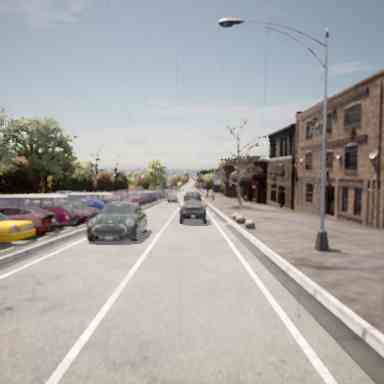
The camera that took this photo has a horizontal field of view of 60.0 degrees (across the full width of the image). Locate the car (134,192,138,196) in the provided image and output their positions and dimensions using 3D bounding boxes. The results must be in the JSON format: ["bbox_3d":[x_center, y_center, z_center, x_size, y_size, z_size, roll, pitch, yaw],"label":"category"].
[{"bbox_3d":[-8.921,1.133,38.306,4.553,1.767,2.185,0,0,0],"label":"car"}]

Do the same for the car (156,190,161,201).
[{"bbox_3d":[-8.978,0.900,60.733,5.566,2.045,2.435,0,0,0],"label":"car"}]

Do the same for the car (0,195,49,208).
[{"bbox_3d":[-21.859,1.232,43.484,5.366,1.575,1.946,0,0,0],"label":"car"}]

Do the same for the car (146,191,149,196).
[{"bbox_3d":[-8.937,0.981,43.912,5.566,2.045,2.435,0,0,0],"label":"car"}]

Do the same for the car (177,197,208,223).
[{"bbox_3d":[0.075,1.357,24.075,1.837,1.490,4.892,0,0,0],"label":"car"}]

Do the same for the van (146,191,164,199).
[{"bbox_3d":[-9.176,0.716,83.165,4.442,1.987,1.878,0,1,0],"label":"van"}]

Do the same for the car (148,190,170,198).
[{"bbox_3d":[-9.051,0.584,91.574,5.566,2.045,2.435,0,1,0],"label":"car"}]

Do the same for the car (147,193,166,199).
[{"bbox_3d":[-9.069,0.946,85.971,4.674,1.452,2.002,0,1,0],"label":"car"}]

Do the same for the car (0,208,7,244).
[{"bbox_3d":[-8.880,1.395,10.278,5.008,1.535,2.097,0,0,0],"label":"car"}]

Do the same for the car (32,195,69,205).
[{"bbox_3d":[-22.036,1.225,51.812,4.792,1.488,2.163,0,0,0],"label":"car"}]

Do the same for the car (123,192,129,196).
[{"bbox_3d":[-8.970,1.160,32.700,4.553,1.767,2.185,0,0,0],"label":"car"}]

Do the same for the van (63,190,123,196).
[{"bbox_3d":[-8.816,1.074,29.896,4.442,1.987,1.878,0,0,0],"label":"van"}]

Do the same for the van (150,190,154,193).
[{"bbox_3d":[-9.109,0.952,55.125,4.442,1.987,1.878,0,0,0],"label":"van"}]

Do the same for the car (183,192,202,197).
[{"bbox_3d":[0.060,0.994,40.518,2.150,2.045,5.566,0,0,0],"label":"car"}]

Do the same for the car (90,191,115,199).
[{"bbox_3d":[-22.109,0.702,82.346,5.566,2.045,2.435,0,1,0],"label":"car"}]

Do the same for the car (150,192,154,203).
[{"bbox_3d":[-8.980,1.192,52.323,4.892,1.521,2.231,0,0,0],"label":"car"}]

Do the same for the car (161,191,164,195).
[{"bbox_3d":[-9.062,1.102,71.953,4.792,1.488,2.163,0,1,0],"label":"car"}]

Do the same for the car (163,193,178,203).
[{"bbox_3d":[-3.349,1.213,58.393,2.033,1.411,5.357,0,0,1],"label":"car"}]

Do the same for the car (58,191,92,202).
[{"bbox_3d":[-22.119,0.891,62.912,5.566,2.045,2.435,0,0,0],"label":"car"}]

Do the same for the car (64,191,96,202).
[{"bbox_3d":[-22.069,0.872,65.689,5.566,2.045,2.435,0,0,0],"label":"car"}]

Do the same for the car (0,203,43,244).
[{"bbox_3d":[-9.078,1.377,13.077,5.366,1.575,1.946,0,0,0],"label":"car"}]

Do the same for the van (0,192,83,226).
[{"bbox_3d":[-8.789,1.128,18.683,4.442,1.987,1.878,0,0,0],"label":"van"}]

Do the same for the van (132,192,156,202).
[{"bbox_3d":[-9.129,0.911,63.533,4.442,1.987,1.878,0,0,0],"label":"van"}]

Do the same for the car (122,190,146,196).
[{"bbox_3d":[-8.931,0.994,41.109,5.566,2.045,2.435,0,0,0],"label":"car"}]

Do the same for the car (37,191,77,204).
[{"bbox_3d":[-22.100,0.931,54.585,5.566,2.045,2.435,0,0,0],"label":"car"}]

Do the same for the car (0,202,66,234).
[{"bbox_3d":[-8.928,1.396,15.881,4.792,1.488,2.163,0,0,0],"label":"car"}]

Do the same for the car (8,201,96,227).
[{"bbox_3d":[-8.883,1.369,21.488,4.792,1.488,2.163,0,0,0],"label":"car"}]

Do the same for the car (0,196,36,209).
[{"bbox_3d":[-22.044,1.250,40.707,4.892,1.521,2.231,0,0,0],"label":"car"}]

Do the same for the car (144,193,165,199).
[{"bbox_3d":[-9.048,0.977,80.365,5.008,1.535,2.097,0,1,0],"label":"car"}]

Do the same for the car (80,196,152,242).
[{"bbox_3d":[-3.366,1.248,15.709,2.097,1.767,4.553,0,0,0],"label":"car"}]

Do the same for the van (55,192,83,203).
[{"bbox_3d":[-22.201,0.930,60.136,4.442,1.987,1.878,0,0,0],"label":"van"}]

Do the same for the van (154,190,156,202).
[{"bbox_3d":[-9.116,0.939,57.928,4.442,1.987,1.878,0,0,0],"label":"van"}]

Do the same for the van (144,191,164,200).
[{"bbox_3d":[-8.930,0.786,77.555,4.442,1.987,1.878,0,1,0],"label":"van"}]

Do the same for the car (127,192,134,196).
[{"bbox_3d":[-8.914,1.147,35.503,4.553,1.767,2.185,0,0,0],"label":"car"}]
